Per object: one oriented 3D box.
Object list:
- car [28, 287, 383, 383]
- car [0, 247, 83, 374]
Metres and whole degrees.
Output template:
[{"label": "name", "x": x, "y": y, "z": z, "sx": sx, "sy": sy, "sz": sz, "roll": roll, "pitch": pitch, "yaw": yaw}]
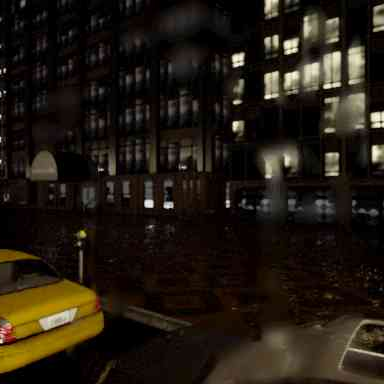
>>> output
[{"label": "car", "x": 1.155, "y": 1.550, "z": 2.056, "sx": 4.403, "sy": 1.369, "sz": 2.008, "roll": 0, "pitch": 0, "yaw": 36}, {"label": "car", "x": -3.492, "y": 1.495, "z": 5.372, "sx": 4.829, "sy": 1.417, "sz": 1.752, "roll": 0, "pitch": 0, "yaw": 36}]
